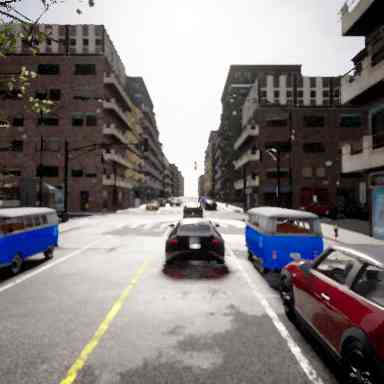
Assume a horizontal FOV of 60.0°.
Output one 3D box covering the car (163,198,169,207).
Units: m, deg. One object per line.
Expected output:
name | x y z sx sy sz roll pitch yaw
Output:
car | -5.678 1.883 59.702 1.967 1.590 4.097 1 0 0

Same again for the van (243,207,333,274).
van | 2.674 1.419 10.472 1.690 1.788 3.998 1 0 0

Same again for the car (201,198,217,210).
car | 2.701 1.925 48.417 1.947 1.339 4.313 1 0 0

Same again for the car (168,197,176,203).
car | -5.681 2.250 93.556 2.008 1.369 4.403 1 0 0

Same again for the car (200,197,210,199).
car | 2.701 1.952 54.059 2.008 1.369 4.403 1 0 0

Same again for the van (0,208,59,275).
van | -5.640 1.419 10.474 1.690 1.788 3.998 1 0 0

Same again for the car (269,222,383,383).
car | 2.674 1.478 4.949 1.967 1.590 4.097 1 0 0

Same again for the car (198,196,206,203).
car | 2.704 2.015 93.557 2.192 1.841 5.009 1 0 0

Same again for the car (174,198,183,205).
car | -3.003 2.089 75.934 1.812 1.442 4.674 0 0 0

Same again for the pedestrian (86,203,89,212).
pedestrian | -12.540 1.881 39.851 0.500 1.100 0.500 0 -2 1

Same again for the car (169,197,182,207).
car | -3.047 1.940 60.481 2.128 1.511 4.902 0 0 0

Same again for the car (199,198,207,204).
car | 2.699 2.196 82.271 1.802 1.307 4.206 1 0 0

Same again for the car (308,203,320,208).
car | 13.641 1.870 36.602 4.097 1.590 1.967 0 -2 1

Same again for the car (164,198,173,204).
car | -5.680 2.158 82.271 1.887 1.381 4.507 1 0 0

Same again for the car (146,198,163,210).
car | -5.678 1.883 48.246 1.752 1.417 4.829 1 0 0

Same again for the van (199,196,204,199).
van | 2.704 1.827 65.345 1.690 1.788 3.998 1 0 0

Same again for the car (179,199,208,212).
car | 0.100 1.728 31.998 2.128 1.511 4.902 0 0 0

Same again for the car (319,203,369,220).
car | 13.537 1.786 28.221 4.313 1.339 1.947 0 -2 1

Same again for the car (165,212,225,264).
car | 0.098 1.656 12.267 1.994 1.385 4.181 0 0 0
